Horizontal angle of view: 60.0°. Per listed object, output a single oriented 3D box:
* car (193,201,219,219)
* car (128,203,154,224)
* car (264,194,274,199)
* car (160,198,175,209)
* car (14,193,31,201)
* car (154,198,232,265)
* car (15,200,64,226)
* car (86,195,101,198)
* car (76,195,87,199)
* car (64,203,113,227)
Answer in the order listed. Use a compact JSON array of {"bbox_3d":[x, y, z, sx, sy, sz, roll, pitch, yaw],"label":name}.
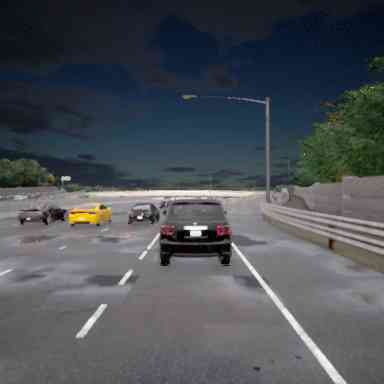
[{"bbox_3d":[1.381,1.587,30.694,1.994,1.385,4.181,0,0,8],"label":"car"},{"bbox_3d":[-3.487,1.549,24.586,1.812,1.442,4.674,0,0,0],"label":"car"},{"bbox_3d":[20.602,1.631,90.006,1.895,1.301,4.718,-1,1,17],"label":"car"},{"bbox_3d":[-3.475,1.606,47.352,1.812,1.442,4.674,0,0,0],"label":"car"},{"bbox_3d":[-42.488,1.324,82.731,2.150,2.045,5.566,1,0,-16],"label":"car"},{"bbox_3d":[0.107,1.232,11.817,2.150,2.045,5.566,0,0,0],"label":"car"},{"bbox_3d":[-10.388,1.514,23.572,2.128,1.511,4.902,0,0,0],"label":"car"},{"bbox_3d":[-24.456,2.100,84.850,2.128,1.511,4.902,0,-1,0],"label":"car"},{"bbox_3d":[-27.956,1.800,84.827,2.150,2.045,5.566,0,-1,0],"label":"car"},{"bbox_3d":[-6.887,1.499,23.203,1.882,1.535,5.008,0,0,0],"label":"car"}]
